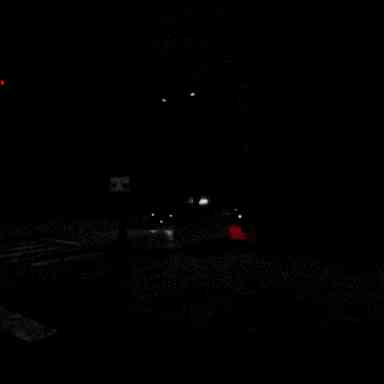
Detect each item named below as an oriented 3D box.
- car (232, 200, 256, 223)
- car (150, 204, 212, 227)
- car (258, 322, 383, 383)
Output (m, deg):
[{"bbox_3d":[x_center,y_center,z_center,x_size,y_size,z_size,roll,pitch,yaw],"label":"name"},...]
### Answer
[{"bbox_3d":[4.645,1.391,24.501,1.837,1.490,4.892,0,0,35],"label":"car"},{"bbox_3d":[-0.616,1.503,22.233,1.895,1.301,4.718,0,0,35],"label":"car"},{"bbox_3d":[2.547,1.316,0.994,5.009,1.841,2.192,0,0,35],"label":"car"}]
